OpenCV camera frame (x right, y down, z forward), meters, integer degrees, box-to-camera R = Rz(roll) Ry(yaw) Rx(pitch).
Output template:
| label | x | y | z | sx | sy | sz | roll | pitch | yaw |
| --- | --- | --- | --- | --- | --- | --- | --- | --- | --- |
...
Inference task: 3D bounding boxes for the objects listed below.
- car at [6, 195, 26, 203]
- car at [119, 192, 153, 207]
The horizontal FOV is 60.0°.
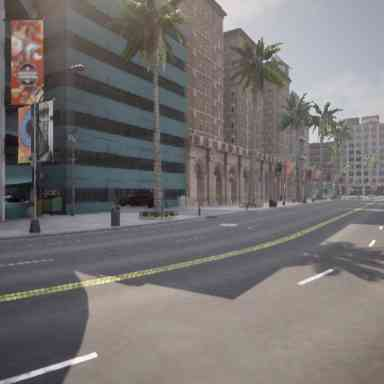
| label | x | y | z | sx | sy | sz | roll | pitch | yaw |
| --- | --- | --- | --- | --- | --- | --- | --- | --- | --- |
| car | -33.416 | 1.324 | 61.943 | 2.161 | 1.482 | 4.786 | 0 | 0 | 32 |
| car | -7.688 | 0.970 | 46.315 | 2.435 | 2.045 | 5.566 | 0 | 0 | 32 |
